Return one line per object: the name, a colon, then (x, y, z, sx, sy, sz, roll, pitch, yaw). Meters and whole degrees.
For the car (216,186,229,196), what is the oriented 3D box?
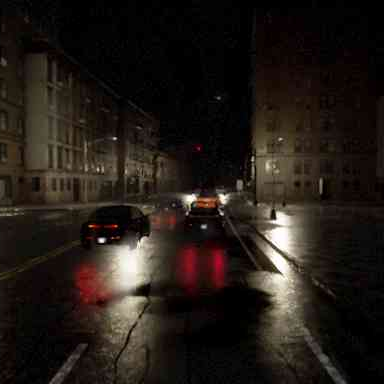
car: (6.469, -0.245, 73.996, 2.150, 2.045, 5.566, 0, 1, 9)

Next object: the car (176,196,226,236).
car: (0.604, 1.181, 16.191, 2.128, 1.511, 4.902, 0, 1, 2)

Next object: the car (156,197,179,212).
car: (-1.912, 1.051, 29.116, 1.895, 1.301, 4.718, 0, 1, 4)

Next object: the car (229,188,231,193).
car: (8.565, -0.259, 86.282, 1.882, 1.535, 5.008, 0, 1, 10)

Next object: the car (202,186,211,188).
car: (3.249, -0.251, 74.437, 2.150, 2.045, 5.566, 0, 1, 9)

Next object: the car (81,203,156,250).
car: (-2.785, 1.258, 13.019, 1.837, 1.490, 4.892, 0, 1, 2)

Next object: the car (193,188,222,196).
car: (1.435, 0.780, 30.245, 2.097, 1.767, 4.553, 0, 1, 4)

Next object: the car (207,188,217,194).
car: (5.289, -0.196, 86.412, 2.033, 1.411, 5.357, 0, 1, 10)

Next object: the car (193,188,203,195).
car: (1.416, -0.135, 83.074, 1.812, 1.442, 4.674, 0, 1, 10)
